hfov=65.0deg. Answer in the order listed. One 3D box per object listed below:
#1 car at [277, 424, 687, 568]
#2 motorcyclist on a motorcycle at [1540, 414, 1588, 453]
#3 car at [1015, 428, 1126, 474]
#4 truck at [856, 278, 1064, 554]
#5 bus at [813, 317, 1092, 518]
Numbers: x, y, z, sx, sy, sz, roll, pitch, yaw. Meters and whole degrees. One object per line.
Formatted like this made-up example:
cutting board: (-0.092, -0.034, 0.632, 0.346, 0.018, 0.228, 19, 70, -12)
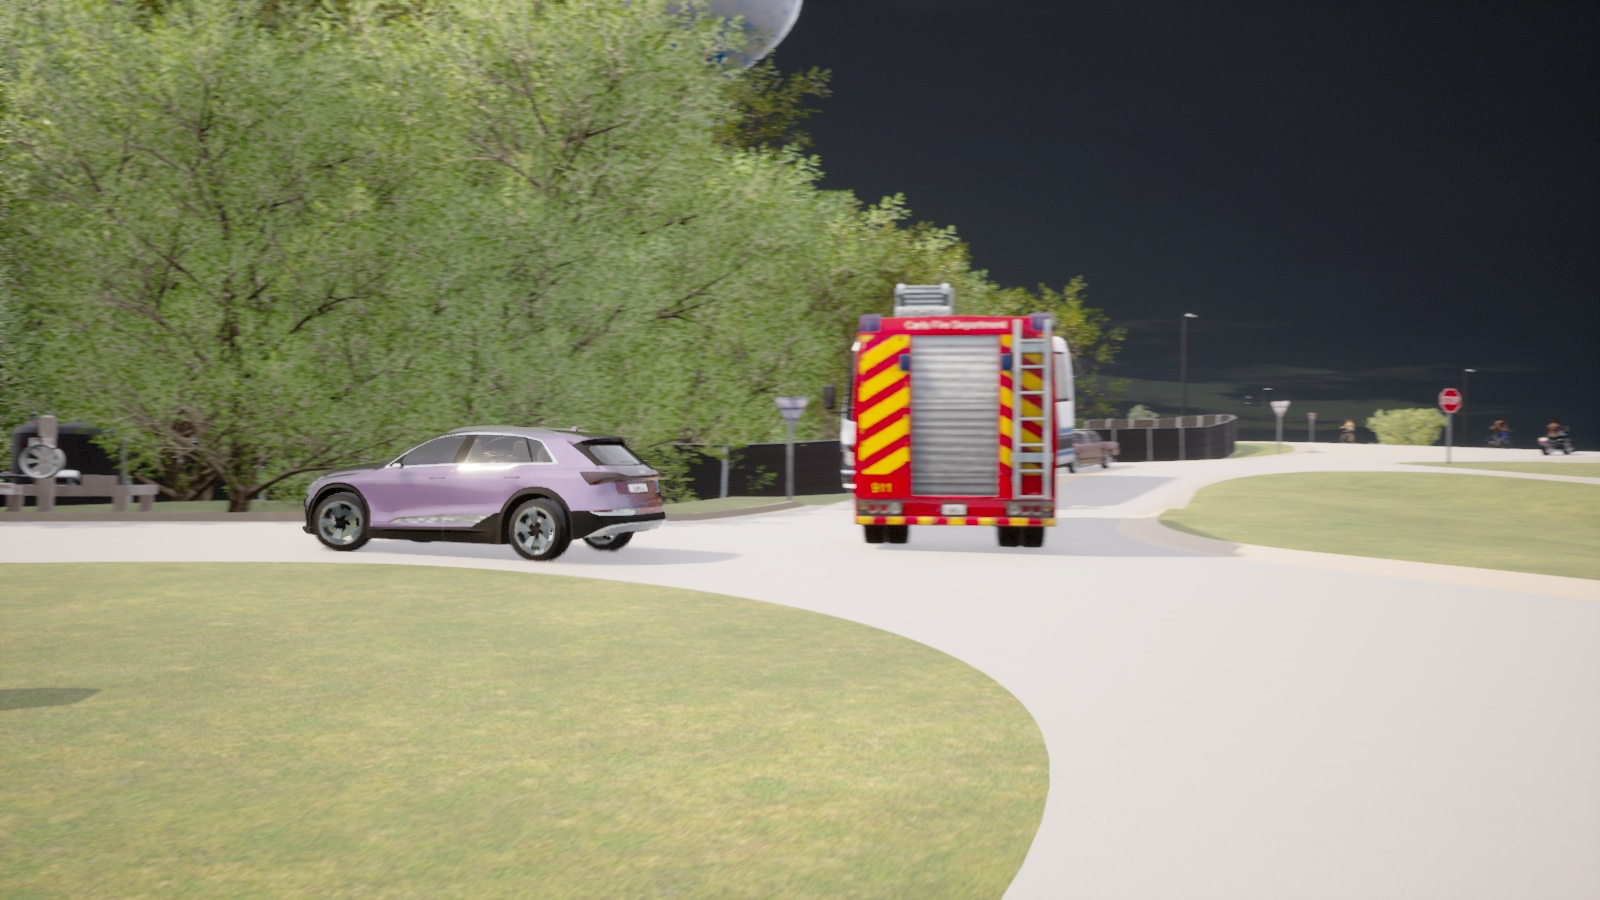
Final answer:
car: (-4.108, 0.517, 16.299, 4.856, 1.649, 2.033, 1, 0, 21)
motorcyclist on a motorcycle: (32.960, -0.704, 54.183, 2.350, 1.649, 0.766, -1, 1, -31)
car: (8.844, -0.012, 40.820, 1.895, 1.301, 4.718, 0, 2, 34)
truck: (2.729, -0.451, 21.818, 2.891, 3.827, 8.468, 0, 0, 7)
bus: (4.333, -0.972, 32.039, 3.944, 4.253, 10.273, 0, 3, 25)
